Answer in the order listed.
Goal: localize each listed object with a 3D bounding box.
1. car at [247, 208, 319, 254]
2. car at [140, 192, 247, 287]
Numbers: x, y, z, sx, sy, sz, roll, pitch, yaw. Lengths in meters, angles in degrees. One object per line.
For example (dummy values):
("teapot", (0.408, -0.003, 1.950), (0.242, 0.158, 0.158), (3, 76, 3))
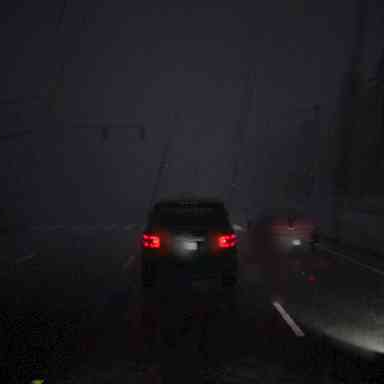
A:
("car", (3.330, 1.383, 13.037), (2.128, 1.511, 4.902), (0, 0, 0))
("car", (-0.102, 1.144, 9.277), (2.150, 2.045, 5.566), (0, 0, -1))
